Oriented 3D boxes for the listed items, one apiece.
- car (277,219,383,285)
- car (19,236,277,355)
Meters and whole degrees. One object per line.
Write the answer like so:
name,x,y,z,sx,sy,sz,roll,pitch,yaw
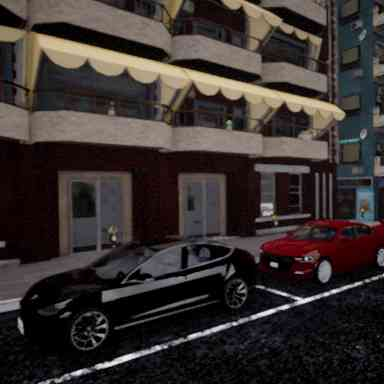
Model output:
car,3.797,1.478,9.278,4.507,1.381,1.887,-1,0,-35
car,-0.700,1.543,6.070,4.313,1.339,1.947,-1,0,-35
